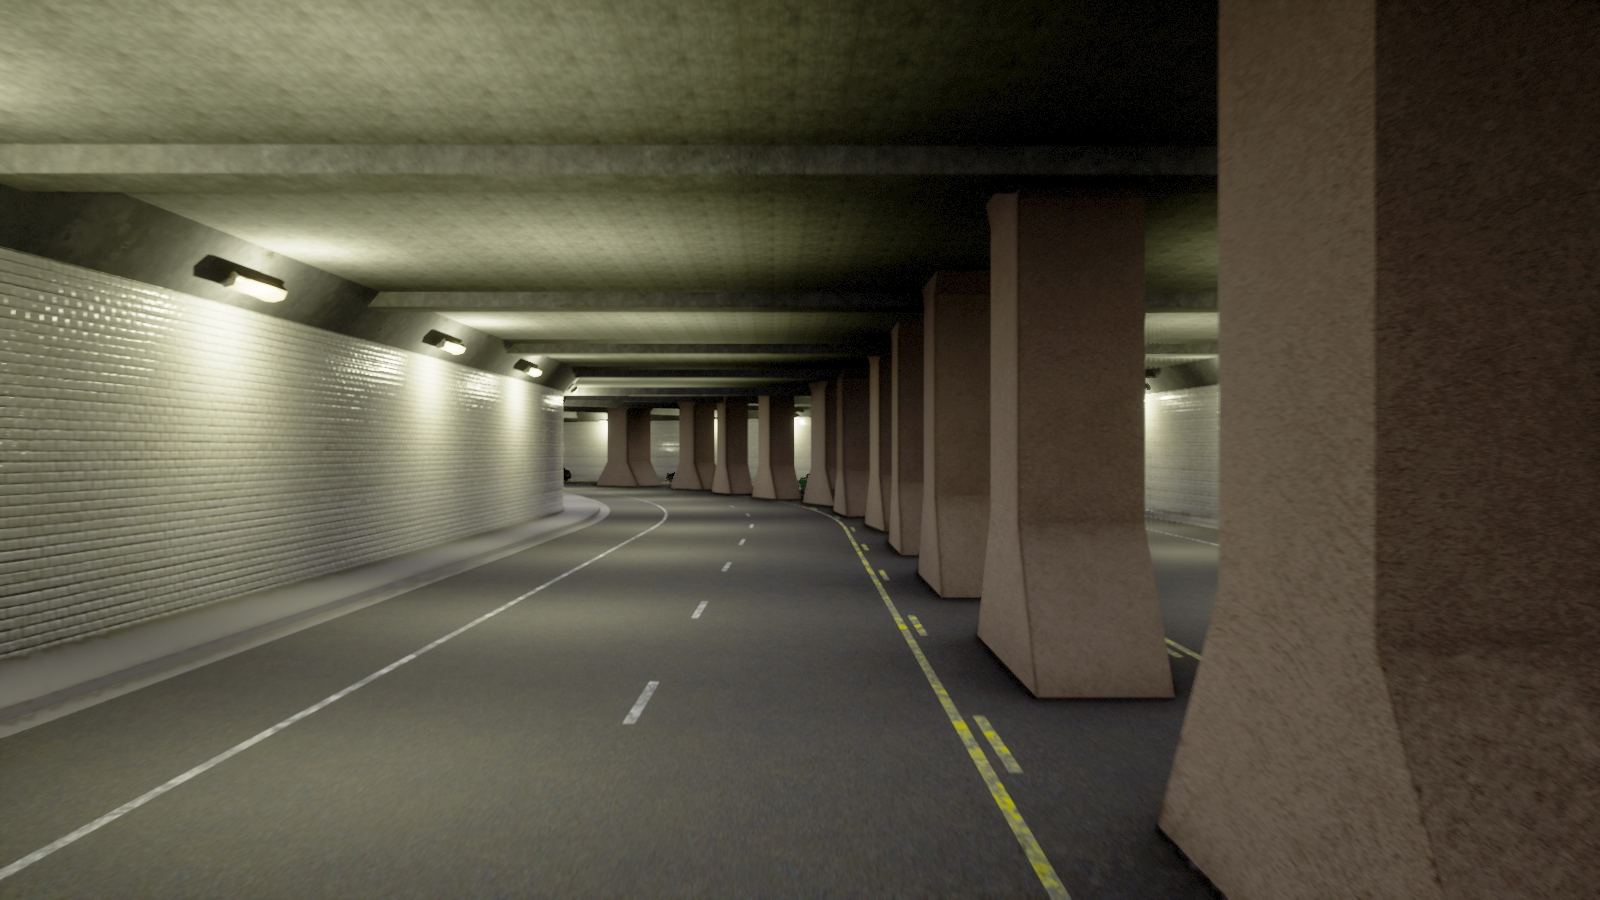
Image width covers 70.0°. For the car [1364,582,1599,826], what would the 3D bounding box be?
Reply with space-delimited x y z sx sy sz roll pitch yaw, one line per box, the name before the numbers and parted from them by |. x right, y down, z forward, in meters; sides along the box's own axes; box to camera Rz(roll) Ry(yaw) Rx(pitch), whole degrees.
car | 6.998 2.106 9.438 2.033 1.411 5.357 0 0 0
